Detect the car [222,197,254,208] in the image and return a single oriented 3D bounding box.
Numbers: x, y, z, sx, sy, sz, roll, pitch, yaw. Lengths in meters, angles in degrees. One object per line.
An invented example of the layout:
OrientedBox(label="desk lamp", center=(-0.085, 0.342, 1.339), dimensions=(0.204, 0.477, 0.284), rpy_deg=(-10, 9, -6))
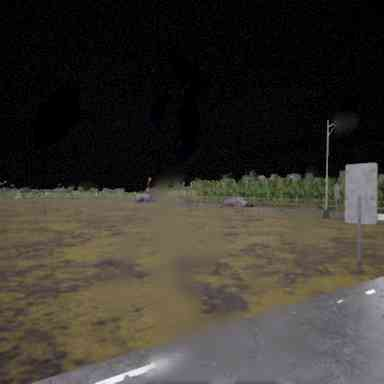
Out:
OrientedBox(label="car", center=(5.592, 1.252, 40.560), dimensions=(1.994, 1.385, 4.181), rpy_deg=(1, -1, -35))

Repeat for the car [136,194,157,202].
OrientedBox(label="car", center=(-8.279, 1.143, 60.441), dimensions=(2.033, 1.411, 5.357), rpy_deg=(1, -1, -35))
